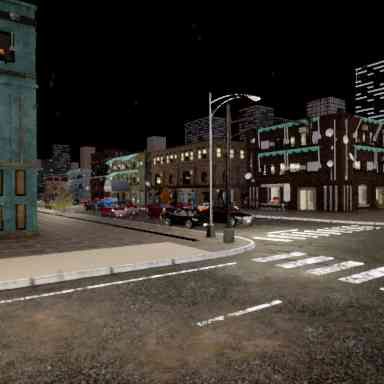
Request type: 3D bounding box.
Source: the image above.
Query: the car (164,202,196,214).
[{"bbox_3d":[-1.462,1.904,40.014,1.802,1.307,4.206,-2,0,-35],"label":"car"}]

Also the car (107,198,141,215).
[{"bbox_3d":[-7.819,1.765,38.995,2.097,1.767,4.553,-1,0,-35],"label":"car"}]

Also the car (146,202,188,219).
[{"bbox_3d":[-2.663,1.875,31.710,1.994,1.385,4.181,-1,0,-35],"label":"car"}]

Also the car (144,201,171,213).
[{"bbox_3d":[-4.659,1.967,44.531,1.802,1.307,4.206,-1,0,-35],"label":"car"}]

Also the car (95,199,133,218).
[{"bbox_3d":[-8.303,1.847,35.169,1.967,1.590,4.097,-1,0,-35],"label":"car"}]

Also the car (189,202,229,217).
[{"bbox_3d":[1.736,1.810,35.496,2.008,1.369,4.403,-2,0,-35],"label":"car"}]

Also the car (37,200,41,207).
[{"bbox_3d":[-30.690,2.377,66.793,2.008,1.369,4.403,-1,0,-35],"label":"car"}]

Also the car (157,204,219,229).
[{"bbox_3d":[-0.381,1.815,23.774,1.947,1.339,4.313,-1,0,-35],"label":"car"}]

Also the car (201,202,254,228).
[{"bbox_3d":[2.447,1.735,24.495,1.812,1.442,4.674,-1,0,-37],"label":"car"}]

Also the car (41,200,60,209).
[{"bbox_3d":[-24.195,2.234,57.618,1.752,1.417,4.829,-1,0,-35],"label":"car"}]

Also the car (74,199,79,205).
[{"bbox_3d":[-27.049,2.365,76.154,1.947,1.339,4.313,-1,0,-35],"label":"car"}]

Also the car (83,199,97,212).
[{"bbox_3d":[-13.798,2.075,47.502,2.033,1.411,5.357,-1,0,-35],"label":"car"}]

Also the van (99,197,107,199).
[{"bbox_3d":[-14.260,1.908,58.083,1.690,1.788,3.998,-1,0,-35],"label":"van"}]
